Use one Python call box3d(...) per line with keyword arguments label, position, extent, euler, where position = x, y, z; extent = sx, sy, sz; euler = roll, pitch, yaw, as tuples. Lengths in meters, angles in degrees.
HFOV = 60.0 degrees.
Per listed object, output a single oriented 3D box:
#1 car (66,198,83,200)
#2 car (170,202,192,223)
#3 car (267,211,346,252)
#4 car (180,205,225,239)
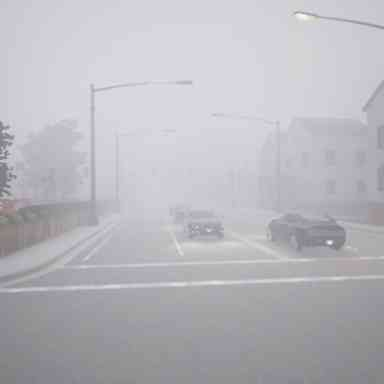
box3d(label="car", position=(-21.836, 2.096, 64.273), extent=(5.566, 2.045, 2.150), euler=(0, -1, -5))
box3d(label="car", position=(-0.568, 1.784, 28.809), extent=(1.882, 1.535, 5.008), euler=(0, -1, -7))
box3d(label="car", position=(4.798, 1.613, 14.591), extent=(1.837, 1.490, 4.892), euler=(0, -1, -6))
box3d(label="car", position=(0.571, 1.699, 18.915), extent=(1.837, 1.490, 4.892), euler=(0, -1, -7))
